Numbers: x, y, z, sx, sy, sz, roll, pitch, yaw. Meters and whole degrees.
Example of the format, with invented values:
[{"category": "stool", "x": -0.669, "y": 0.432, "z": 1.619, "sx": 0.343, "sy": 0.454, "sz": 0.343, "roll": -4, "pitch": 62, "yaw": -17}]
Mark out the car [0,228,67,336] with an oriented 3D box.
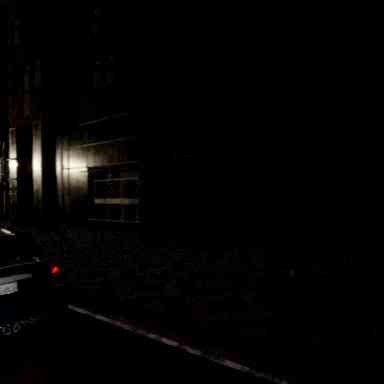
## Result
[{"category": "car", "x": -4.283, "y": 1.409, "z": 6.000, "sx": 4.553, "sy": 1.767, "sz": 2.097, "roll": -1, "pitch": 0, "yaw": 38}]
